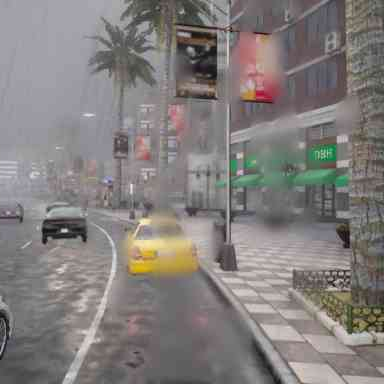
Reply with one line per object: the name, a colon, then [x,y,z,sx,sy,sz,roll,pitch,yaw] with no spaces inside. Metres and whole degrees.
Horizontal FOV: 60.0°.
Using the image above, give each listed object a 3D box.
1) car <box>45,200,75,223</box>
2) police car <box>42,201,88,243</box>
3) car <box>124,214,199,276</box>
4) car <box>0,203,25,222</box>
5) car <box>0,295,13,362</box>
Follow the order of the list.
car: [-10.816,1.469,27.041,1.882,1.535,5.008,0,0,-26]
police car: [-6.213,1.421,16.432,1.930,1.638,5.238,0,0,-19]
car: [-1.121,1.456,10.384,1.801,1.575,5.366,0,0,-11]
car: [-14.130,1.536,25.881,2.033,1.411,5.357,0,0,-26]
car: [-3.296,1.524,2.697,1.812,1.442,4.674,0,0,-4]
